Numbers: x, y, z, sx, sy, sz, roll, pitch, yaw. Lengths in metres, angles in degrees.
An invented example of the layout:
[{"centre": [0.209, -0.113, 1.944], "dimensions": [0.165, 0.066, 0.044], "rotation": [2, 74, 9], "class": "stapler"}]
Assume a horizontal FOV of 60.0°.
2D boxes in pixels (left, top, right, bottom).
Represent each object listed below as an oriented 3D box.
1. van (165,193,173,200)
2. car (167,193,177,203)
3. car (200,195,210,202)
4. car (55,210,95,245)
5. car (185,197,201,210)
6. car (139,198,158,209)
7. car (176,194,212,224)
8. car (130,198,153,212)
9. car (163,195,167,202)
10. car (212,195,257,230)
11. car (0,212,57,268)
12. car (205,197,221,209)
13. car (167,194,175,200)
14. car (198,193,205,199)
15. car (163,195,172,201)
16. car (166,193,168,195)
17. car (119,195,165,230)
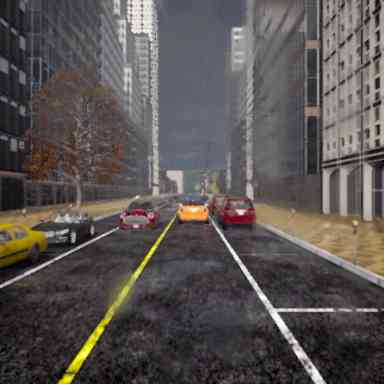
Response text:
[{"centre": [-5.655, 1.090, 83.355], "dimensions": [1.690, 1.788, 3.998], "rotation": [0, 0, 0], "class": "van"}, {"centre": [-3.014, 1.328, 61.688], "dimensions": [1.837, 1.490, 4.892], "rotation": [0, 0, 1], "class": "car"}, {"centre": [2.721, 1.355, 71.956], "dimensions": [1.947, 1.339, 4.313], "rotation": [0, 0, 0], "class": "car"}, {"centre": [-5.682, 1.514, 15.049], "dimensions": [2.008, 1.369, 4.403], "rotation": [0, 0, 0], "class": "car"}, {"centre": [0.117, 1.413, 42.254], "dimensions": [1.812, 1.442, 4.674], "rotation": [0, 0, 0], "class": "car"}, {"centre": [-5.671, 1.449, 43.511], "dimensions": [1.947, 1.339, 4.313], "rotation": [0, 0, 0], "class": "car"}, {"centre": [0.110, 1.289, 24.575], "dimensions": [2.097, 1.767, 4.553], "rotation": [0, 0, 0], "class": "car"}, {"centre": [-5.673, 1.451, 37.818], "dimensions": [2.008, 1.369, 4.403], "rotation": [0, 0, 0], "class": "car"}, {"centre": [-5.666, 1.429, 54.893], "dimensions": [1.802, 1.307, 4.206], "rotation": [0, 0, 0], "class": "car"}, {"centre": [2.702, 1.263, 20.726], "dimensions": [2.192, 1.841, 5.009], "rotation": [0, 0, 0], "class": "car"}, {"centre": [-5.684, 1.503, 9.185], "dimensions": [1.752, 1.417, 4.829], "rotation": [0, 0, 0], "class": "car"}, {"centre": [2.710, 1.408, 43.664], "dimensions": [1.752, 1.417, 4.829], "rotation": [0, 0, 0], "class": "car"}, {"centre": [-5.654, 1.311, 89.048], "dimensions": [1.802, 1.307, 4.206], "rotation": [0, 0, 0], "class": "car"}, {"centre": [2.730, 1.148, 94.722], "dimensions": [1.967, 1.590, 4.097], "rotation": [0, 0, 0], "class": "car"}, {"centre": [-5.658, 1.314, 77.663], "dimensions": [1.887, 1.381, 4.507], "rotation": [0, 0, 0], "class": "car"}, {"centre": [-5.662, 1.360, 66.279], "dimensions": [2.008, 1.369, 4.403], "rotation": [0, 0, 0], "class": "car"}, {"centre": [-3.091, 1.300, 20.583], "dimensions": [2.097, 1.767, 4.553], "rotation": [0, 0, 0], "class": "car"}]
